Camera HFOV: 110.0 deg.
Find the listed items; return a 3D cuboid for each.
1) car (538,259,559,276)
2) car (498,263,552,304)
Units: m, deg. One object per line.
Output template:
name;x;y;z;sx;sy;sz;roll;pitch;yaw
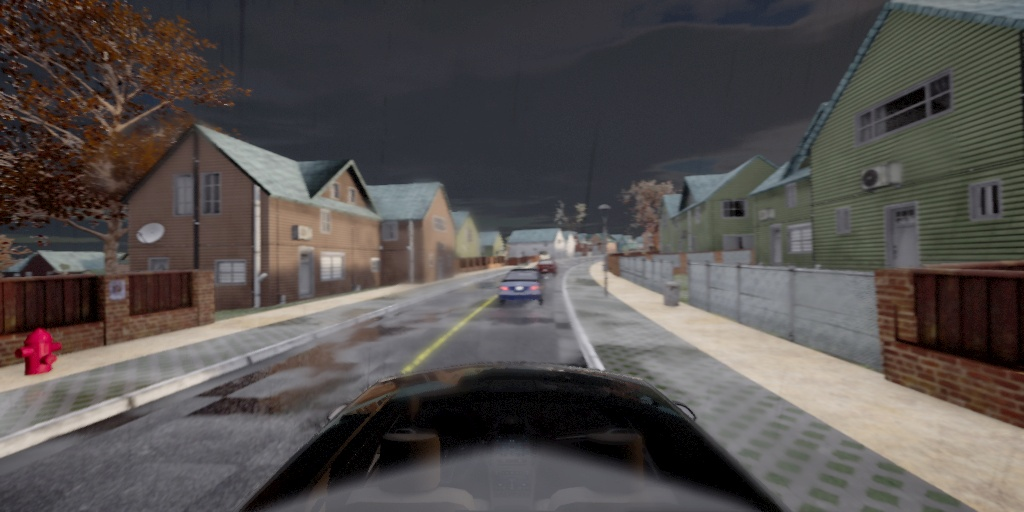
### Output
car;3.318;1.033;33.270;1.882;1.535;5.008;-1;0;11
car;0.580;1.247;15.854;2.033;1.411;5.357;-1;0;7
